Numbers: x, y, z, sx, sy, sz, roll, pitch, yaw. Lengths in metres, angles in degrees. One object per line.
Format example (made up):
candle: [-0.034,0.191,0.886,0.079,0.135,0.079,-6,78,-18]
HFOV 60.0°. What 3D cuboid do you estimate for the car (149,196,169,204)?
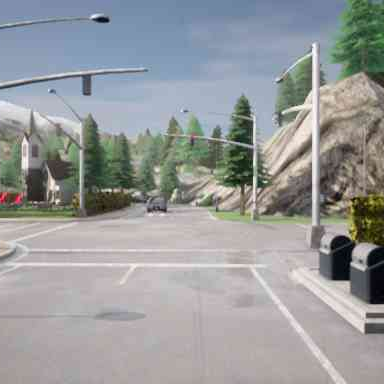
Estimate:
car: [-6.479,1.528,64.809,2.033,1.411,5.357,0,0,-27]

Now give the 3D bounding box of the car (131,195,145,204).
car: [-9.955,1.487,63.564,1.837,1.490,4.892,0,-1,-26]

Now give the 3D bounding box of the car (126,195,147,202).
car: [-12.346,1.411,73.364,5.008,1.535,1.882,0,0,42]

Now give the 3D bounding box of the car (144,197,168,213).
car: [-3.757,1.553,36.636,1.994,1.385,4.181,0,0,-2]
